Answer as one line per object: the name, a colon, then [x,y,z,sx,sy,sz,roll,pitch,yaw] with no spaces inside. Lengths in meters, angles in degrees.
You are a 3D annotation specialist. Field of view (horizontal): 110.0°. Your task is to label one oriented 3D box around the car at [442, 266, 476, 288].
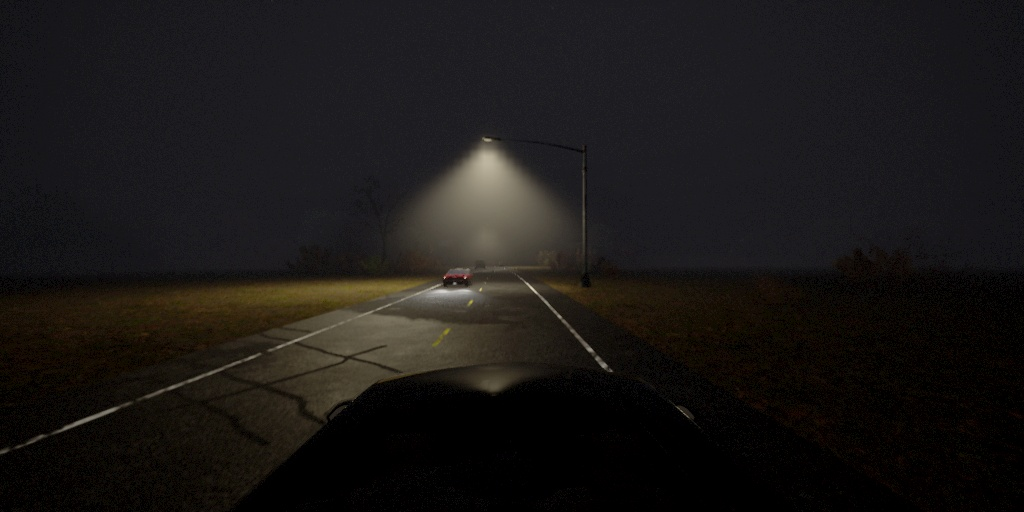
car: [-4.034,1.618,27.146,1.895,1.301,4.718,0,-1,-2]
